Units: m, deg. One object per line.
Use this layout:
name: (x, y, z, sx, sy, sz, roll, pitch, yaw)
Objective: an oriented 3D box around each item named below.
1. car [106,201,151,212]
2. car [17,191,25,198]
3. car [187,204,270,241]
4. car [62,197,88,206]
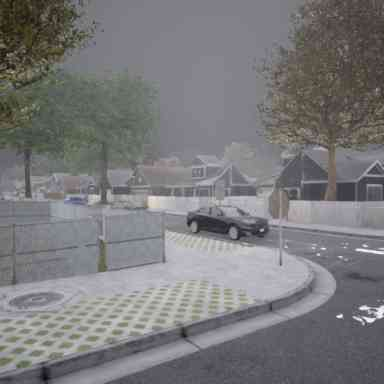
car: (-5.164, 1.426, 26.457, 2.033, 1.411, 5.357, 0, 0, -36)
car: (-40.504, 1.116, 80.906, 2.128, 1.511, 4.902, 0, 0, -36)
car: (1.687, 1.416, 16.859, 1.882, 1.535, 5.008, 0, 0, -35)
car: (-13.371, 1.289, 38.002, 1.882, 1.535, 5.008, 0, 1, -35)
